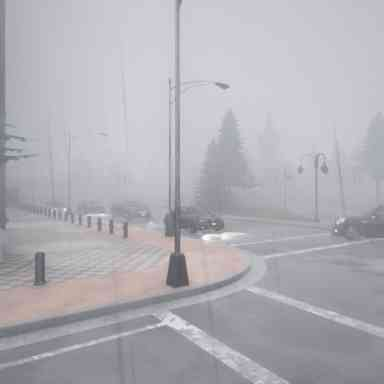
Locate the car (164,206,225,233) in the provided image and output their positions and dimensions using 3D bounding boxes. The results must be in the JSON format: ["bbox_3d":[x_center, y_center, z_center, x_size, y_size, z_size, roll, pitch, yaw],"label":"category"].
[{"bbox_3d":[0.041,1.547,19.609,1.994,1.385,4.181,0,0,-35],"label":"car"}]

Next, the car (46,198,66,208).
[{"bbox_3d":[-19.714,1.584,48.119,1.895,1.301,4.718,0,0,-35],"label":"car"}]

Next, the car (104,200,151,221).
[{"bbox_3d":[-5.029,1.475,26.885,2.128,1.511,4.902,0,0,-35],"label":"car"}]

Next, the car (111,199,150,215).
[{"bbox_3d":[-6.678,1.530,35.733,2.033,1.411,5.357,0,0,-35],"label":"car"}]

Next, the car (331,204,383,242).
[{"bbox_3d":[8.867,1.345,15.326,4.553,1.767,2.097,0,0,21],"label":"car"}]

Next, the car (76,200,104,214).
[{"bbox_3d":[-10.701,1.547,35.031,1.994,1.385,4.181,0,0,-35],"label":"car"}]
